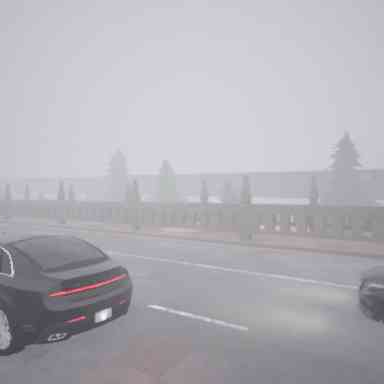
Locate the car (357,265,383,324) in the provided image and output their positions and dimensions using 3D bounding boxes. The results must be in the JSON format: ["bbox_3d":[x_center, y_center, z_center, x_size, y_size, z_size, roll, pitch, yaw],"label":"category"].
[{"bbox_3d":[4.904,1.493,4.619,4.674,1.442,1.812,0,0,36],"label":"car"}]

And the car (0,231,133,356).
[{"bbox_3d":[-3.247,1.494,6.071,4.892,1.490,1.837,0,0,34],"label":"car"}]
